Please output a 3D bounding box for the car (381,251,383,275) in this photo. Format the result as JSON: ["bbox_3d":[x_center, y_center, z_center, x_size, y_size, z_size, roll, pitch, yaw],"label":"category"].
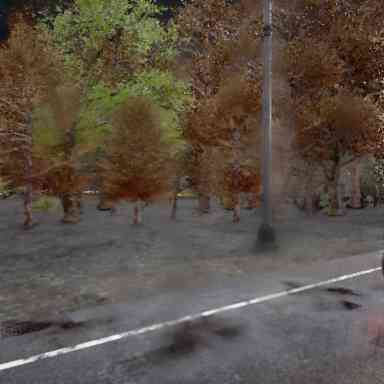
[{"bbox_3d":[6.610,1.591,8.479,4.674,1.442,1.812,0,0,-35],"label":"car"}]
